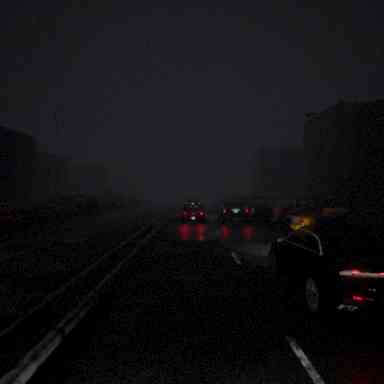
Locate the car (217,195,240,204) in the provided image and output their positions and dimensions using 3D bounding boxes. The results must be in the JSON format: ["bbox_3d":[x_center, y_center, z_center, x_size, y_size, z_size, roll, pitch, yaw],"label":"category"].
[{"bbox_3d":[7.586,1.603,69.407,4.553,1.767,2.185,0,0,0],"label":"car"}]

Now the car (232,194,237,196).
[{"bbox_3d":[7.657,1.461,41.826,4.553,1.767,2.185,0,0,0],"label":"car"}]

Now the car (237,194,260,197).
[{"bbox_3d":[7.597,1.432,36.312,4.553,1.767,2.185,0,0,0],"label":"car"}]

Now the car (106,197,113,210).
[{"bbox_3d":[-12.546,1.618,40.722,4.674,1.452,2.002,0,0,0],"label":"car"}]

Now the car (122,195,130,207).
[{"bbox_3d":[-12.574,1.382,49.127,5.566,2.045,2.435,0,0,0],"label":"car"}]

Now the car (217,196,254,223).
[{"bbox_3d":[3.091,1.388,25.577,2.097,1.767,4.553,0,0,0],"label":"car"}]

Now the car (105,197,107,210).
[{"bbox_3d":[-12.548,1.602,38.008,4.674,1.452,2.002,0,0,0],"label":"car"}]

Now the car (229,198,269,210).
[{"bbox_3d":[7.631,1.603,44.583,5.008,1.535,2.097,0,0,0],"label":"car"}]

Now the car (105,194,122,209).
[{"bbox_3d":[-12.519,1.344,43.442,5.566,2.045,2.435,0,0,0],"label":"car"}]

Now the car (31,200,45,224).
[{"bbox_3d":[-12.552,1.491,21.335,4.892,1.521,2.231,0,0,0],"label":"car"}]

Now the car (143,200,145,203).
[{"bbox_3d":[-12.506,1.766,71.242,4.792,1.488,2.163,0,0,0],"label":"car"}]

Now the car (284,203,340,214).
[{"bbox_3d":[7.820,1.490,17.012,5.366,1.575,1.946,0,0,0],"label":"car"}]

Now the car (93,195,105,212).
[{"bbox_3d":[-12.580,1.296,35.231,5.566,2.045,2.435,0,0,0],"label":"car"}]

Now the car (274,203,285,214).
[{"bbox_3d":[7.631,1.539,19.770,4.674,1.452,2.002,0,0,0],"label":"car"}]

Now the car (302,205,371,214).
[{"bbox_3d":[7.629,1.489,14.256,4.892,1.521,2.231,0,0,0],"label":"car"}]

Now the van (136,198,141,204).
[{"bbox_3d":[-12.422,1.496,62.899,4.442,1.987,1.878,0,0,0],"label":"van"}]

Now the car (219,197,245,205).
[{"bbox_3d":[7.617,1.752,63.888,4.674,1.452,2.002,0,0,0],"label":"car"}]

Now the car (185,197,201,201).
[{"bbox_3d":[0.087,1.459,41.906,2.097,1.767,4.553,0,0,0],"label":"car"}]

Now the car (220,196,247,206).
[{"bbox_3d":[7.589,1.576,61.131,4.553,1.767,2.185,0,0,0],"label":"car"}]

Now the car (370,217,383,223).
[{"bbox_3d":[7.639,1.521,8.741,4.674,1.452,2.002,0,0,0],"label":"car"}]

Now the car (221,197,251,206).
[{"bbox_3d":[7.627,1.689,58.369,4.892,1.521,2.231,0,0,0],"label":"car"}]

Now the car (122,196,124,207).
[{"bbox_3d":[-12.732,1.611,46.345,5.366,1.575,1.946,0,0,0],"label":"car"}]

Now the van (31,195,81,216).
[{"bbox_3d":[-12.671,1.295,29.673,4.442,1.987,1.878,0,0,0],"label":"van"}]

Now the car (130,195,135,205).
[{"bbox_3d":[-12.537,1.670,54.558,5.008,1.535,2.097,0,0,0],"label":"car"}]

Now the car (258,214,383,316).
[{"bbox_3d":[3.097,1.492,7.465,2.128,1.511,4.902,0,0,0],"label":"car"}]

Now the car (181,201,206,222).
[{"bbox_3d":[0.092,1.641,26.836,1.895,1.301,4.718,0,0,0],"label":"car"}]

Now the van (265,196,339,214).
[{"bbox_3d":[7.515,1.280,22.404,4.442,1.987,1.878,0,0,0],"label":"van"}]

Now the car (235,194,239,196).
[{"bbox_3d":[7.658,1.447,39.070,4.553,1.767,2.185,0,0,0],"label":"car"}]

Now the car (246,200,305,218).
[{"bbox_3d":[7.624,1.535,30.797,4.892,1.521,2.231,0,0,0],"label":"car"}]

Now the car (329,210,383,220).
[{"bbox_3d":[7.665,1.513,11.497,4.792,1.488,2.163,0,0,0],"label":"car"}]

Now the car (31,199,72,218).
[{"bbox_3d":[-12.553,1.549,26.767,4.674,1.452,2.002,0,0,0],"label":"car"}]

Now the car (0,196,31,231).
[{"bbox_3d":[-12.531,1.230,18.555,5.566,2.045,2.435,0,0,0],"label":"car"}]

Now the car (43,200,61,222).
[{"bbox_3d":[-12.527,1.528,24.113,4.792,1.488,2.163,0,0,0],"label":"car"}]

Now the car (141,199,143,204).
[{"bbox_3d":[-12.569,1.605,65.807,4.553,1.767,2.185,0,0,0],"label":"car"}]

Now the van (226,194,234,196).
[{"bbox_3d":[7.508,1.393,47.341,4.442,1.987,1.878,0,0,0],"label":"van"}]

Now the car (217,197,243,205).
[{"bbox_3d":[7.624,1.722,66.644,5.008,1.535,2.097,0,0,0],"label":"car"}]

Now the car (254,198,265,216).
[{"bbox_3d":[7.624,1.525,28.040,4.892,1.521,2.231,0,0,0],"label":"car"}]

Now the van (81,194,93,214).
[{"bbox_3d":[-12.436,1.307,32.450,4.442,1.987,1.878,0,0,0],"label":"van"}]
